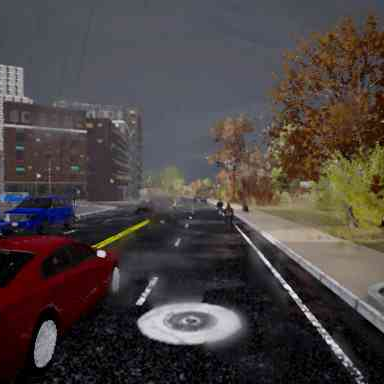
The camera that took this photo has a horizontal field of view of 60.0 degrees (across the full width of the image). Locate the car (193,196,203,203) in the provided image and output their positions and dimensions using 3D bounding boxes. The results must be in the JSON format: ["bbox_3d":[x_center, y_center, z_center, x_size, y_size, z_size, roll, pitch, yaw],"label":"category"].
[{"bbox_3d":[1.264,1.566,73.073,1.882,1.535,5.008,0,0,-2],"label":"car"}]

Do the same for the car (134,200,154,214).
[{"bbox_3d":[-4.950,1.607,36.085,2.033,1.411,5.357,0,0,1],"label":"car"}]

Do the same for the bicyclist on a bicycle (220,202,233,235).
[{"bbox_3d":[2.007,1.479,18.116,0.582,1.620,1.656,0,0,2],"label":"bicyclist on a bicycle"}]

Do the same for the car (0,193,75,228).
[{"bbox_3d":[-8.685,1.262,19.260,2.150,2.045,5.566,0,0,2],"label":"car"}]

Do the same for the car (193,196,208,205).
[{"bbox_3d":[1.722,1.567,58.946,2.128,1.511,4.902,0,0,-1],"label":"car"}]

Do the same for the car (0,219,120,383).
[{"bbox_3d":[-2.679,1.489,5.666,1.882,1.535,5.008,0,0,4],"label":"car"}]

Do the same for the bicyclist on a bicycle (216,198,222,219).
[{"bbox_3d":[2.350,1.411,28.033,0.659,1.776,1.843,0,0,2],"label":"bicyclist on a bicycle"}]

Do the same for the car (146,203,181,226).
[{"bbox_3d":[-1.820,1.640,23.905,1.895,1.301,4.718,0,0,2],"label":"car"}]
